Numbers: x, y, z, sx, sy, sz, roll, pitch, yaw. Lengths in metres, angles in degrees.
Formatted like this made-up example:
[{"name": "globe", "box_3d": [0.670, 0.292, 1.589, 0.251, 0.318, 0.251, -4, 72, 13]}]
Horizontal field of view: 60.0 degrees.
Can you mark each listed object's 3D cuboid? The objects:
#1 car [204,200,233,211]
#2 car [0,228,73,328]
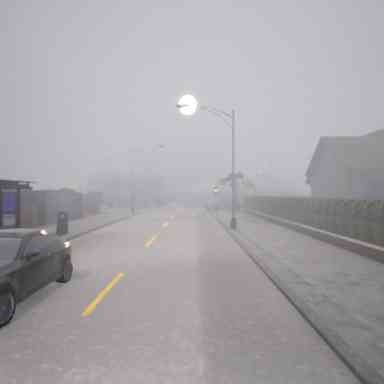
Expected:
[{"name": "car", "box_3d": [3.713, 1.788, 45.596, 4.674, 1.442, 1.812, 0, 0, -41]}, {"name": "car", "box_3d": [-4.057, 1.567, 7.163, 1.812, 1.442, 4.674, 0, 0, 0]}]
